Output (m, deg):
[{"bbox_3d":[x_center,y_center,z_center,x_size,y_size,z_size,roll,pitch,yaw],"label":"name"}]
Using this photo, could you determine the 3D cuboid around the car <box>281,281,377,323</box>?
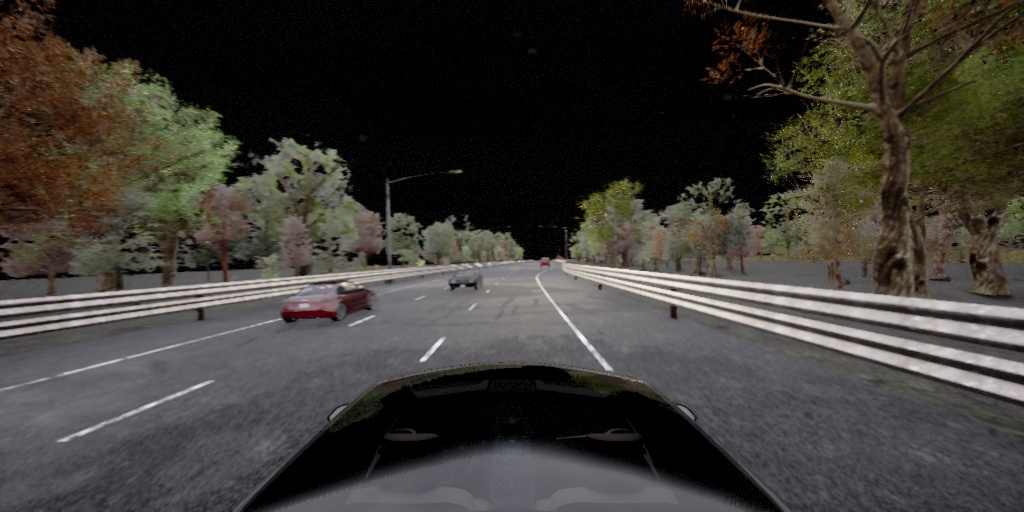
[{"bbox_3d":[-6.859,1.635,13.894,1.994,1.385,4.181,-2,-1,1],"label":"car"}]

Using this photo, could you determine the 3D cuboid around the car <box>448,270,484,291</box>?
[{"bbox_3d":[-3.099,1.661,25.207,1.895,1.301,4.718,-2,-1,2],"label":"car"}]
